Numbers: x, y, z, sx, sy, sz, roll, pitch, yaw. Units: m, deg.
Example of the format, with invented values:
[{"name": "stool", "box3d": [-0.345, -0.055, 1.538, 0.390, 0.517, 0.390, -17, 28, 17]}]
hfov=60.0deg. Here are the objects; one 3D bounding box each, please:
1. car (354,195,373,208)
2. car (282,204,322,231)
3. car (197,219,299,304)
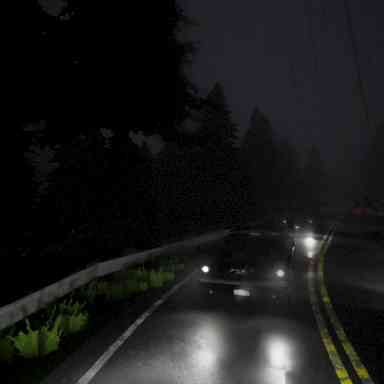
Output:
[{"name": "car", "box3d": [20.760, 1.058, 40.197, 2.128, 1.511, 4.902, -2, 0, 28]}, {"name": "car", "box3d": [6.758, 1.460, 20.092, 2.033, 1.411, 5.357, -2, 0, 26]}, {"name": "car", "box3d": [1.625, 1.599, 8.436, 1.895, 1.301, 4.718, -1, 0, 18]}]
